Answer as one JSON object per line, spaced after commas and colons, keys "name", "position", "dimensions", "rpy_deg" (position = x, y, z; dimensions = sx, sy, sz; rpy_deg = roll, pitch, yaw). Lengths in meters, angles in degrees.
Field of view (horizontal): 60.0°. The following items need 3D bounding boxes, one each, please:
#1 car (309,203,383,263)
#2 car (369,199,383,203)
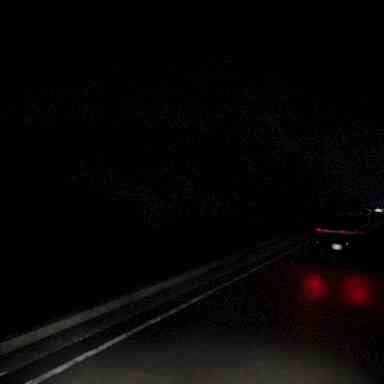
{"name": "car", "position": [5.489, 1.327, 11.527], "dimensions": [2.128, 1.511, 4.902], "rpy_deg": [1, 1, 34]}
{"name": "car", "position": [13.473, 1.209, 23.703], "dimensions": [2.033, 1.411, 5.357], "rpy_deg": [1, 1, 34]}
